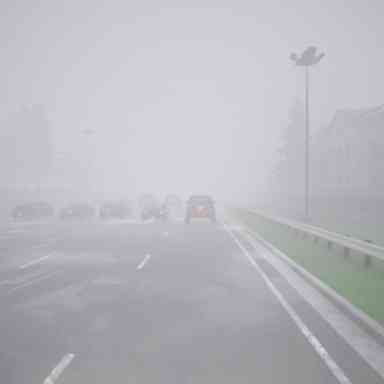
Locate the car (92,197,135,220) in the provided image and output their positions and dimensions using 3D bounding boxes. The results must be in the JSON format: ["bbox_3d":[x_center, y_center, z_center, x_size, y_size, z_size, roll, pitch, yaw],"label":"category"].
[{"bbox_3d":[-6.307,1.475,27.823,2.128,1.511,4.902,0,0,1],"label":"car"}]

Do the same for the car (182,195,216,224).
[{"bbox_3d":[0.638,1.220,25.282,2.150,2.045,5.566,0,0,1],"label":"car"}]

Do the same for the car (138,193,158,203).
[{"bbox_3d":[-5.954,1.206,45.809,2.150,2.045,5.566,0,0,2],"label":"car"}]

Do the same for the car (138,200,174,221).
[{"bbox_3d":[-2.827,1.591,26.887,1.895,1.301,4.718,0,0,1],"label":"car"}]

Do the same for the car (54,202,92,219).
[{"bbox_3d":[-9.788,1.541,28.740,1.994,1.385,4.181,0,0,1],"label":"car"}]

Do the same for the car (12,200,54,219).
[{"bbox_3d":[-13.299,1.476,28.325,1.837,1.490,4.892,0,0,1],"label":"car"}]

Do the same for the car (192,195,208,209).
[{"bbox_3d":[1.064,1.347,44.650,2.097,1.767,4.553,0,0,1],"label":"car"}]

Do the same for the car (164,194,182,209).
[{"bbox_3d":[-2.503,1.213,44.219,2.150,2.045,5.566,0,0,2],"label":"car"}]

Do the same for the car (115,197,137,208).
[{"bbox_3d":[-9.401,1.468,47.727,2.128,1.511,4.902,0,0,2],"label":"car"}]
